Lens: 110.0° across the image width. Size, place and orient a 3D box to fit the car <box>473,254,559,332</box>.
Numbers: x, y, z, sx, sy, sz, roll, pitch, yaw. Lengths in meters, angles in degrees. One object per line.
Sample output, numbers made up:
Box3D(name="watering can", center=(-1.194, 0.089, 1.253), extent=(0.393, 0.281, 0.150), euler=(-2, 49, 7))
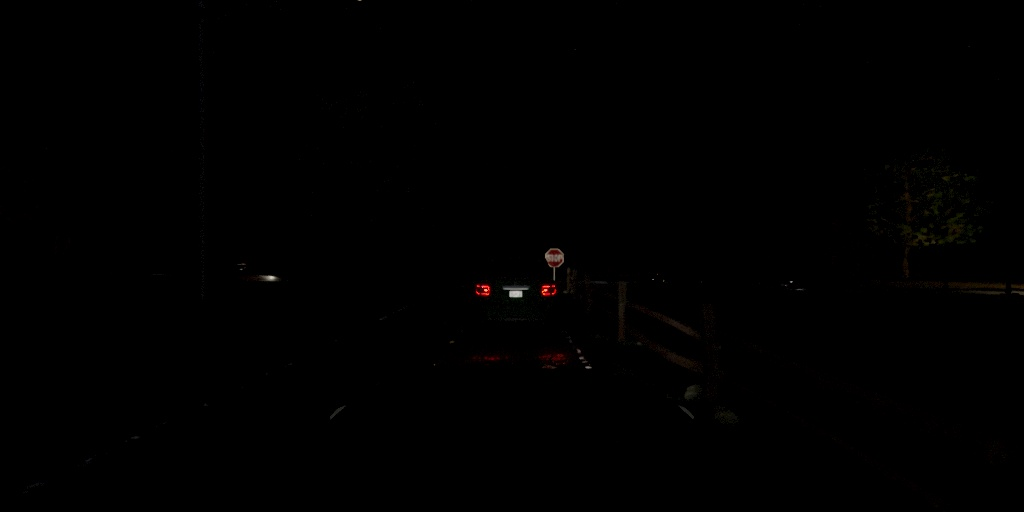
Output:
Box3D(name="car", center=(0.105, 0.971, 10.964), extent=(2.150, 2.045, 5.566), euler=(0, 0, 0))

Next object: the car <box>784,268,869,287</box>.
Box3D(name="car", center=(24.651, 1.679, 28.150), extent=(5.357, 1.411, 2.033), euler=(1, 0, 2))

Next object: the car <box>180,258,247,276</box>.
Box3D(name="car", center=(-25.115, 0.869, 30.191), extent=(4.902, 1.511, 2.128), euler=(1, 0, 3))

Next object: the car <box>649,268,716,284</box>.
Box3D(name="car", center=(13.464, 1.567, 28.577), extent=(4.718, 1.301, 1.895), euler=(1, 0, 1))

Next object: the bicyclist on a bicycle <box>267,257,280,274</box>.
Box3D(name="bicyclist on a bicycle", center=(-21.995, 0.876, 33.108), extent=(0.582, 1.620, 1.656), euler=(1, 0, 2))
